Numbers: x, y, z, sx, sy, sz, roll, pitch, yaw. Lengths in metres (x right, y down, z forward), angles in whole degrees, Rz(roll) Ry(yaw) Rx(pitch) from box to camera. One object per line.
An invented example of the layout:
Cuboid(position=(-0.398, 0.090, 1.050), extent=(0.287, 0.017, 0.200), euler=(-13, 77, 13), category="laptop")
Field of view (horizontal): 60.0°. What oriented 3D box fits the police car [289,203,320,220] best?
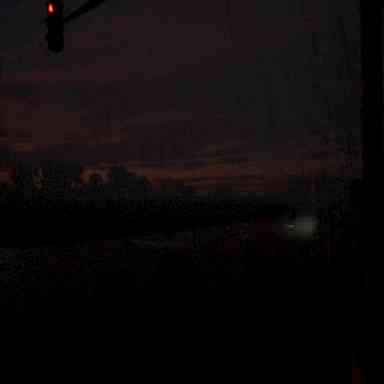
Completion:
Cuboid(position=(11.176, 1.872, 33.026), extent=(1.930, 1.638, 5.238), euler=(-1, -1, 36), category="police car")
